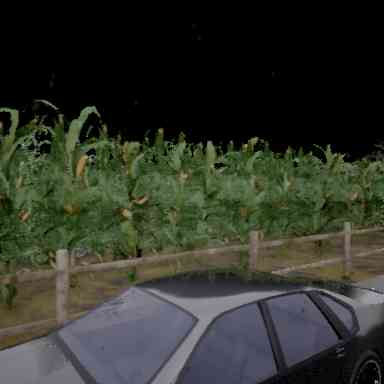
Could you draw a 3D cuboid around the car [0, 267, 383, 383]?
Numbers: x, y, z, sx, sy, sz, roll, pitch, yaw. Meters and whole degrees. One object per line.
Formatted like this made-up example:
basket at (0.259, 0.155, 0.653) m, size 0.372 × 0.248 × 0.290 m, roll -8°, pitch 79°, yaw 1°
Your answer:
car at (0.122, 1.558, 3.174) m, size 5.357 × 1.411 × 2.033 m, roll 0°, pitch 0°, yaw -36°
